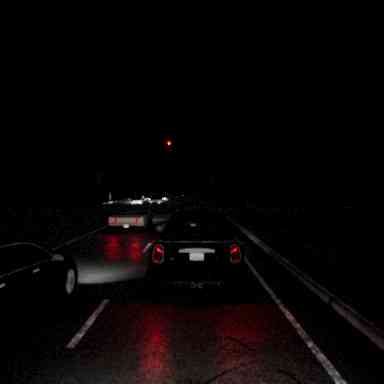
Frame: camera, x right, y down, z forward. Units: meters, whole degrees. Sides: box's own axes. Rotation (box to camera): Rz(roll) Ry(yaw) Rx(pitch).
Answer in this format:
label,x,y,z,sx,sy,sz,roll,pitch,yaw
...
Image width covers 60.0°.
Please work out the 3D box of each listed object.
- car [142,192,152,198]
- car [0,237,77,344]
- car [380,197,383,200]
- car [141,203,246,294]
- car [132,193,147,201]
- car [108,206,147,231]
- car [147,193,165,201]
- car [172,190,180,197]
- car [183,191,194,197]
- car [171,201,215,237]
label,x,y,z,sx,sy,sz,roll,pitch,yaw
car,-10.823,0.798,80.872,1.895,1.301,4.718,0,1,-2
car,-3.400,1.487,5.355,1.837,1.490,4.892,0,0,0
car,23.652,1.259,40.806,4.718,1.301,1.895,0,1,-3
car,0.095,1.314,8.863,2.097,1.767,4.553,0,0,0
car,-10.598,0.903,65.503,2.128,1.511,4.902,0,1,0
car,-3.418,1.467,19.462,1.895,1.301,4.718,0,1,0
car,-7.100,0.885,65.671,1.882,1.535,5.008,0,1,0
car,-4.071,0.605,86.591,1.837,1.490,4.892,0,1,-4
car,-0.596,0.621,87.089,1.812,1.442,4.674,0,1,-4
car,0.077,1.369,18.281,2.128,1.511,4.902,0,1,1
